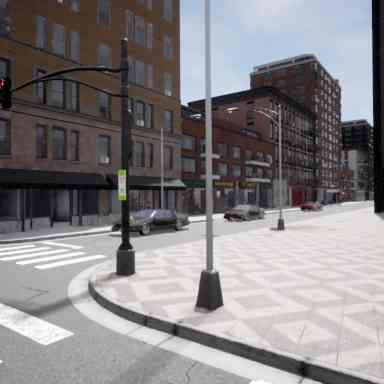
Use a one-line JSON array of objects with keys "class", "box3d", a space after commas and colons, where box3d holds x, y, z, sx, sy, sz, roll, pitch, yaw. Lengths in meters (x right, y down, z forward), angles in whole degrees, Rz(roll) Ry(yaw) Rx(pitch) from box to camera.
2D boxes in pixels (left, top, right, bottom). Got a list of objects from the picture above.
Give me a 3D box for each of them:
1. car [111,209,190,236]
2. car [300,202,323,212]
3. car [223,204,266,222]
[{"class": "car", "box3d": [-2.270, 1.708, 19.986, 2.033, 1.411, 5.357, -1, -1, 36]}, {"class": "car", "box3d": [16.500, 2.022, 45.937, 1.895, 1.301, 4.718, -1, -1, 36]}, {"class": "car", "box3d": [4.839, 1.810, 29.867, 2.033, 1.411, 5.357, -1, -1, 36]}]
